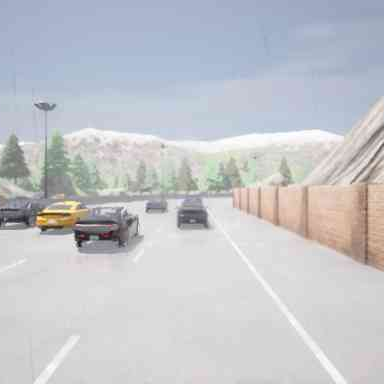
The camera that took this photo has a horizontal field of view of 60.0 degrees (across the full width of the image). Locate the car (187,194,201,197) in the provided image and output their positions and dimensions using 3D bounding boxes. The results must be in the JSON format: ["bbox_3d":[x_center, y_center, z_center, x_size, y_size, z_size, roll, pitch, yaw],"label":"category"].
[{"bbox_3d":[0.283,1.026,38.946,2.097,1.767,4.553,0,1,4],"label":"car"}]

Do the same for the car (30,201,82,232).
[{"bbox_3d":[-6.971,1.317,18.996,1.882,1.535,5.008,0,1,0],"label":"car"}]

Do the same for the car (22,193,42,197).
[{"bbox_3d":[-23.044,0.927,50.707,2.097,1.767,4.553,0,0,11],"label":"car"}]

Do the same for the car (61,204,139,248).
[{"bbox_3d":[-3.453,1.372,14.151,2.128,1.511,4.902,0,1,0],"label":"car"}]

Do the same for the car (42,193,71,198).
[{"bbox_3d":[-19.678,1.061,49.636,1.882,1.535,5.008,0,0,11],"label":"car"}]

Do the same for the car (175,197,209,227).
[{"bbox_3d":[0.021,1.329,21.033,1.837,1.490,4.892,0,1,0],"label":"car"}]

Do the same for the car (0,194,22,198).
[{"bbox_3d":[-26.629,1.138,50.491,1.994,1.385,4.181,0,0,10],"label":"car"}]

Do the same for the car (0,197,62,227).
[{"bbox_3d":[-10.480,1.312,21.238,2.128,1.511,4.902,0,1,0],"label":"car"}]

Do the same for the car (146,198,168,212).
[{"bbox_3d":[-3.490,1.265,33.668,2.033,1.411,5.357,0,0,1],"label":"car"}]
